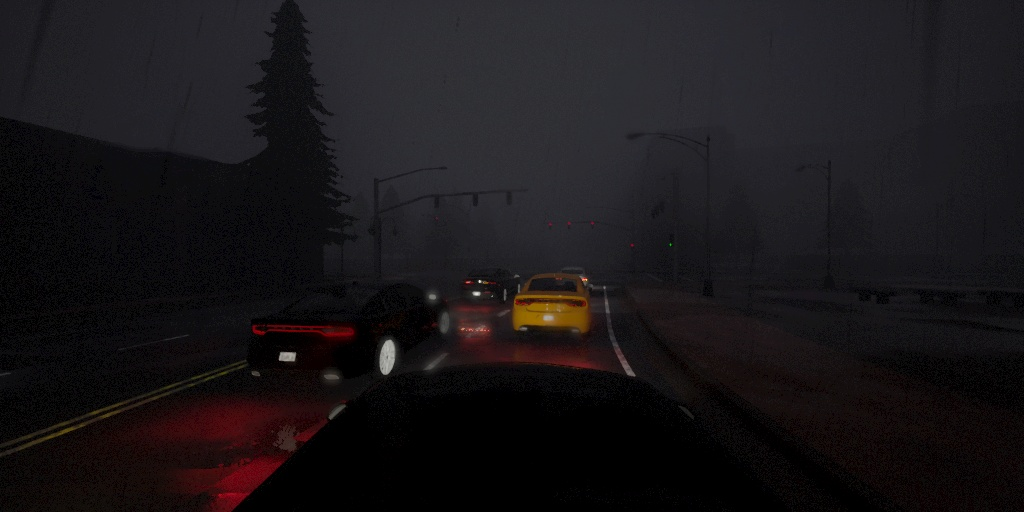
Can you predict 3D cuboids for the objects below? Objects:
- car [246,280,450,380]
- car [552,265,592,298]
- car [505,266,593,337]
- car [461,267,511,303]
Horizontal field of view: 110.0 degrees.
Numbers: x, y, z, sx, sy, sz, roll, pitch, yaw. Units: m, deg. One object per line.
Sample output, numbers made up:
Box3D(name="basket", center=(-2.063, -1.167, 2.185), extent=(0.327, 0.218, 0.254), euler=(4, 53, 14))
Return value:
Box3D(name="car", center=(-2.764, 1.228, 7.368), extent=(1.882, 1.535, 5.008), euler=(0, 0, 7))
Box3D(name="car", center=(3.370, 1.274, 19.428), extent=(1.812, 1.442, 4.674), euler=(0, 0, 14))
Box3D(name="car", center=(1.301, 1.228, 10.398), extent=(1.882, 1.535, 5.008), euler=(0, 0, 11))
Box3D(name="car", center=(-0.859, 1.255, 16.672), extent=(1.837, 1.490, 4.892), euler=(0, 0, 13))
